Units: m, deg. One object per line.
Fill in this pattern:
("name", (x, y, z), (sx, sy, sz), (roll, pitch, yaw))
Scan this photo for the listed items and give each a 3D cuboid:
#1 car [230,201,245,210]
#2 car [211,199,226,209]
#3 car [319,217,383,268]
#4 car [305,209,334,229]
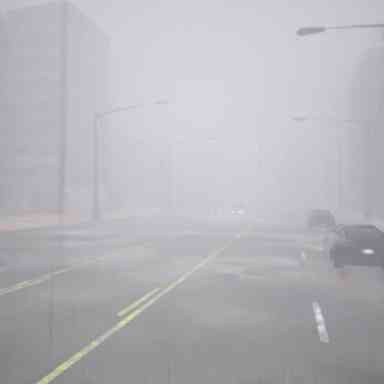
("car", (7.724, 2.214, 56.082), (1.895, 1.301, 4.718), (0, 1, 17))
("car", (4.733, 2.090, 58.285), (1.837, 1.490, 4.892), (0, 1, 17))
("car", (5.959, 1.835, 12.096), (1.994, 1.385, 4.181), (0, -1, 17))
("car", (10.070, 2.108, 26.226), (1.837, 1.490, 4.892), (0, -1, 17))
